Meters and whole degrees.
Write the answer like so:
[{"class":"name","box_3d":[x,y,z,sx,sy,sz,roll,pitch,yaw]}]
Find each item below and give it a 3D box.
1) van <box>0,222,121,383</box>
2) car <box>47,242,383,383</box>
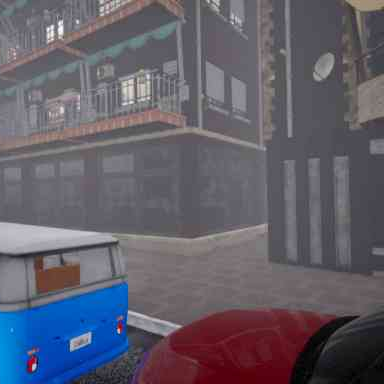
[{"class":"van","box_3d":[-2.683,1.343,4.588,3.998,1.788,1.690,0,-1,35]},{"class":"car","box_3d":[1.840,1.315,1.403,5.009,1.841,2.192,0,-1,35]}]
